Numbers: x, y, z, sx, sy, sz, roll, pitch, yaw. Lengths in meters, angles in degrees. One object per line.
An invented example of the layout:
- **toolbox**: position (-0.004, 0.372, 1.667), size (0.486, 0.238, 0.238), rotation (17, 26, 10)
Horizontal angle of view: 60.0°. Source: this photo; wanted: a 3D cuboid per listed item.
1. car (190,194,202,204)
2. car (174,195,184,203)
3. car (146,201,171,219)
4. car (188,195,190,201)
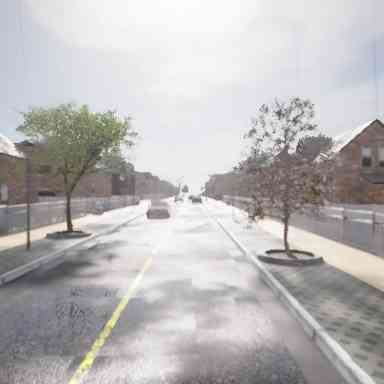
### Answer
- **car**: position (0.949, 1.454, 63.863), size (1.882, 1.535, 5.008), rotation (0, 0, 0)
- **car**: position (-2.764, 1.467, 70.909), size (2.128, 1.511, 4.902), rotation (0, 0, 0)
- **car**: position (-2.851, 1.495, 29.275), size (1.812, 1.442, 4.674), rotation (0, 0, 0)
- **car**: position (-0.017, 1.389, 82.434), size (1.837, 1.490, 4.892), rotation (0, 0, 0)
